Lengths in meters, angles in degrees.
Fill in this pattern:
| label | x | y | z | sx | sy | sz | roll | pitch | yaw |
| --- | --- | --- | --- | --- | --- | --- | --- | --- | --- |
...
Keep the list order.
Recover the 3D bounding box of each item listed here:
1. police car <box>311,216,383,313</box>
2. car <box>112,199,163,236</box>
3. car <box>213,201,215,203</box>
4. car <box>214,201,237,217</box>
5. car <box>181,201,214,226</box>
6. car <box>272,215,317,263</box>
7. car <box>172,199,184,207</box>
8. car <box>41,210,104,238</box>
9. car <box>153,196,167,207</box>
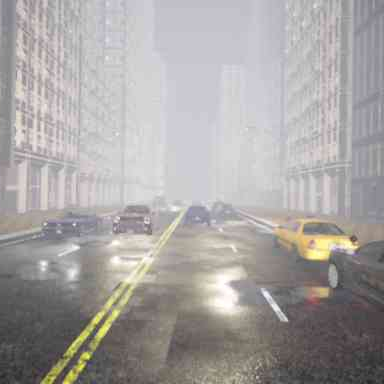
| label | x | y | z | sx | sy | sz | roll | pitch | yaw |
| --- | --- | --- | --- | --- | --- | --- | --- | --- | --- |
| police car | 4.301 | 1.552 | 6.521 | 1.930 | 1.638 | 5.238 | 1 | 0 | 1 |
| car | -3.116 | 1.467 | 19.268 | 2.097 | 1.767 | 4.553 | 1 | 0 | 1 |
| car | 3.840 | 1.982 | 48.426 | 1.882 | 1.535 | 5.008 | 1 | 0 | 1 |
| car | 3.724 | 1.908 | 36.201 | 1.812 | 1.442 | 4.674 | 1 | -1 | 1 |
| car | 0.403 | 1.704 | 25.320 | 1.882 | 1.535 | 5.008 | 1 | -1 | 1 |
| car | 4.374 | 1.636 | 12.600 | 1.801 | 1.575 | 5.366 | 1 | 0 | 1 |
| car | -2.531 | 2.011 | 61.090 | 1.882 | 1.535 | 5.008 | 1 | -1 | 1 |
| car | -6.384 | 1.653 | 18.272 | 1.895 | 1.301 | 4.718 | 1 | 0 | 1 |
| car | -5.774 | 1.704 | 61.072 | 2.150 | 2.045 | 5.566 | 1 | 0 | 1 |
